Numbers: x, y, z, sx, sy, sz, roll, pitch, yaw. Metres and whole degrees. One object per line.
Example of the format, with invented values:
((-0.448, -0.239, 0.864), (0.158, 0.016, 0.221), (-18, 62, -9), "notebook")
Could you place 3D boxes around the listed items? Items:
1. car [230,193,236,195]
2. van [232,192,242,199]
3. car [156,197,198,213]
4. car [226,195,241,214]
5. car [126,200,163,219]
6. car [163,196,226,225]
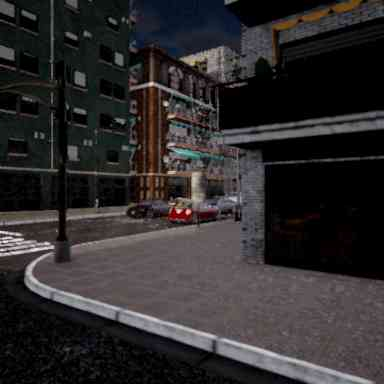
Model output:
((3.160, 1.187, 40.556), (2.008, 1.369, 4.403), (1, 1, 35), "car")
((6.398, 0.916, 45.220), (1.690, 1.788, 3.998), (1, 1, 35), "van")
((-1.424, 1.249, 33.970), (1.752, 1.417, 4.829), (1, 1, 35), "car")
((2.324, 1.294, 29.862), (1.994, 1.385, 4.181), (0, 1, 35), "car")
((-3.341, 1.360, 26.877), (1.994, 1.385, 4.181), (0, 1, 35), "car")
((0.274, 1.248, 22.344), (1.967, 1.590, 4.097), (1, 1, 35), "car")
